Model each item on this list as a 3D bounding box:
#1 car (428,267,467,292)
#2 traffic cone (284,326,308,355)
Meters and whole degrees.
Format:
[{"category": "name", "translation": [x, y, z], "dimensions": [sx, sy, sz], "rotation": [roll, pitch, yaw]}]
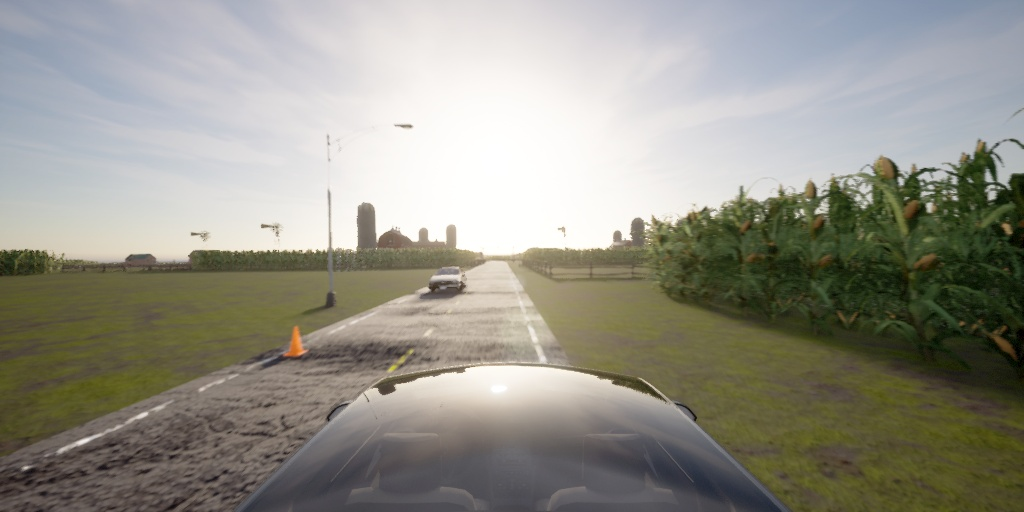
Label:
[{"category": "car", "translation": [-3.931, 1.411, 22.756], "dimensions": [2.033, 1.411, 5.357], "rotation": [-1, 0, -1]}, {"category": "traffic cone", "translation": [-4.653, 1.806, 7.734], "dimensions": [0.340, 0.580, 0.340], "rotation": [0, 0, -1]}]
